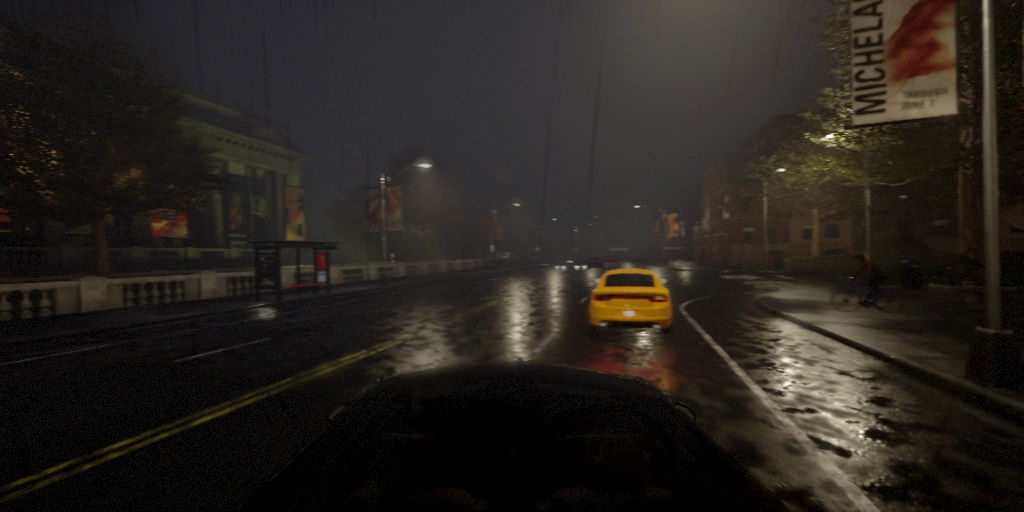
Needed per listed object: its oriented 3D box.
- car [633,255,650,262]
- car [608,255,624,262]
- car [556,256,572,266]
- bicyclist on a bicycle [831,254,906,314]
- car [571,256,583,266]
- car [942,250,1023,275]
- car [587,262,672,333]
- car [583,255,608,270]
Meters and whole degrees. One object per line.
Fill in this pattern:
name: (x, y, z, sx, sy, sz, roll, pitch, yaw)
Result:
car: (22.065, 0.512, 60.976, 1.994, 1.385, 4.181, -1, 0, 35)
car: (17.442, 0.570, 60.344, 1.837, 1.490, 4.892, -2, 0, 31)
car: (8.722, 0.777, 59.526, 2.128, 1.511, 4.902, -1, 0, 26)
bicyclist on a bicycle: (9.736, 0.774, 9.829, 1.656, 1.620, 0.582, -2, 0, 18)
car: (11.273, 0.797, 56.726, 1.994, 1.385, 4.181, -1, 0, 25)
car: (29.322, 0.416, 21.383, 5.008, 1.535, 1.882, -1, 0, 18)
car: (3.404, 1.106, 10.383, 1.882, 1.535, 5.008, -1, 0, 18)
car: (9.767, 0.813, 41.725, 1.882, 1.535, 5.008, -1, 0, 18)
